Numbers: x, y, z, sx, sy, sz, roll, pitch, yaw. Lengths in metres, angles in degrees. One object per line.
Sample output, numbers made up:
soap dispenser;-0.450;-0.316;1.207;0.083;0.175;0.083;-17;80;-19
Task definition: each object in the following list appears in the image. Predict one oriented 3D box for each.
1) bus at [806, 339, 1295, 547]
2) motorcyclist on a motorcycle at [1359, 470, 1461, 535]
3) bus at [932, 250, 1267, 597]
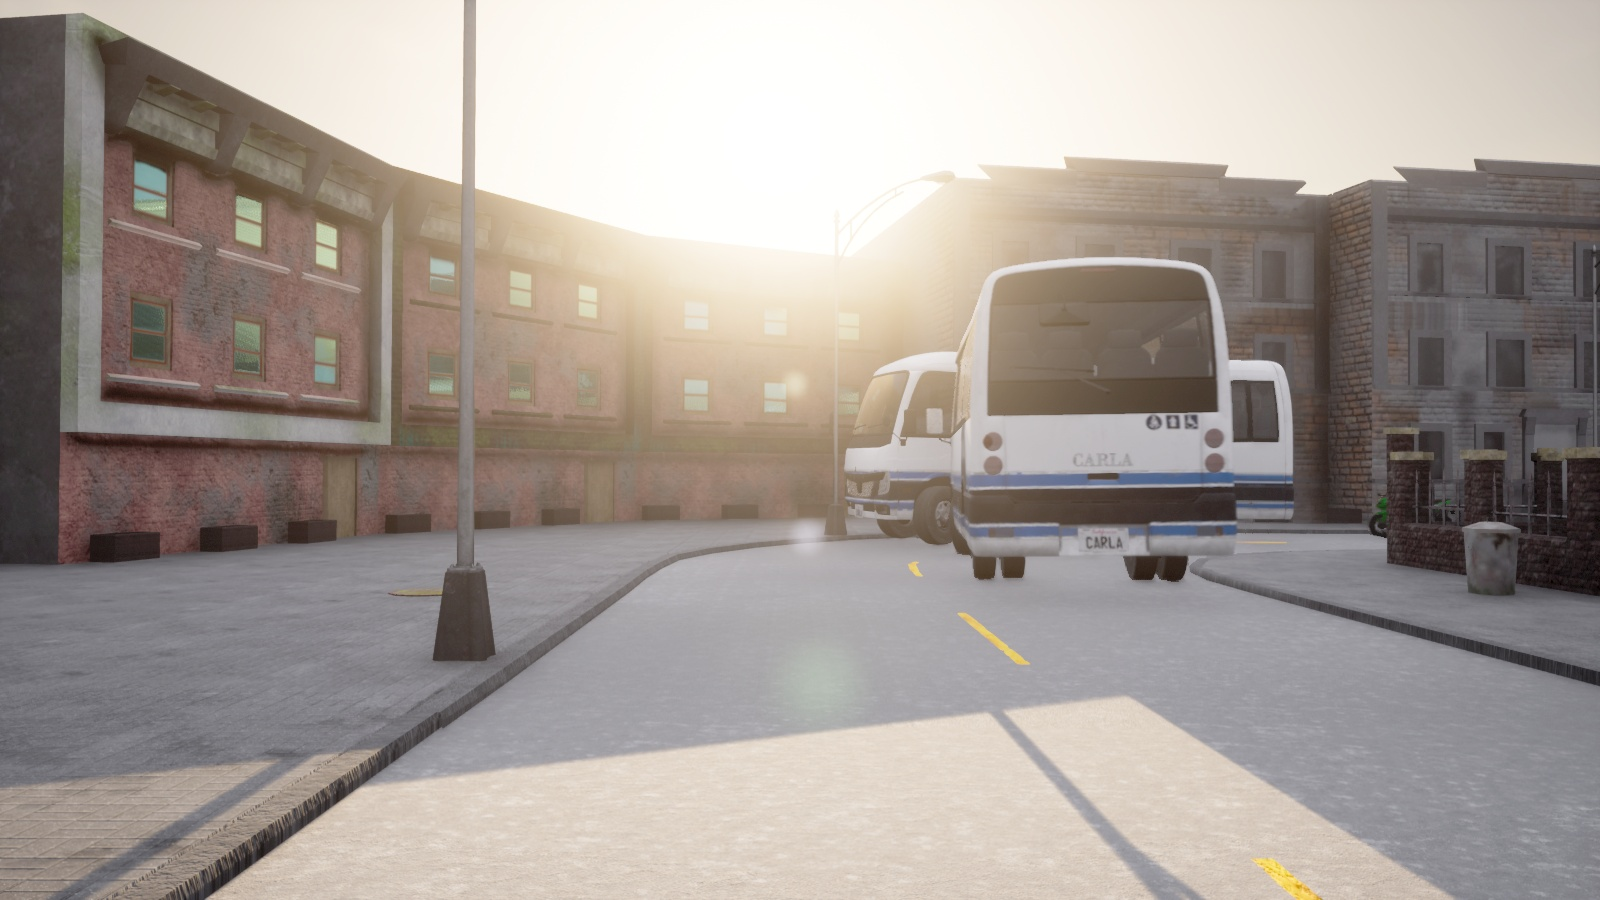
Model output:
bus;5.596;-0.109;28.788;10.273;4.253;3.944;0;-1;-14
motorcyclist on a motorcycle;14.632;1.244;30.165;2.044;1.523;0.797;0;-1;0
bus;4.261;-0.229;20.845;3.944;4.253;10.273;-1;-1;6
